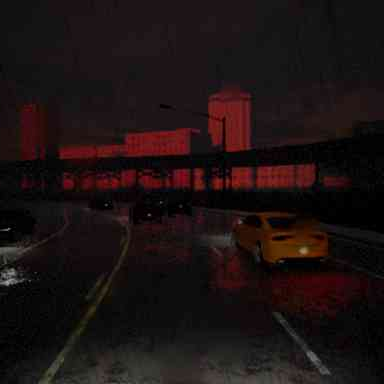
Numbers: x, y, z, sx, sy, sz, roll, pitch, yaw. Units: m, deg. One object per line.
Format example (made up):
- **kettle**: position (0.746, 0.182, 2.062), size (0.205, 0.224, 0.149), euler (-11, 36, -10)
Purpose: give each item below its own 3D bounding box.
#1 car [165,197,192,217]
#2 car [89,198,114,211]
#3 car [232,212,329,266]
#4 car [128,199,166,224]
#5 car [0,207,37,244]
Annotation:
- **car**: position (-1.688, 1.215, 29.568), size (2.097, 1.767, 4.553), euler (-1, 0, -21)
- **car**: position (-10.795, 1.458, 39.320), size (1.994, 1.385, 4.181), euler (-1, 1, -33)
- **car**: position (2.733, 1.417, 11.373), size (1.882, 1.535, 5.008), euler (0, 0, -6)
- **car**: position (-3.510, 1.389, 24.323), size (1.882, 1.535, 5.008), euler (0, 0, -16)
- **car**: position (-8.721, 1.485, 15.629), size (1.837, 1.490, 4.892), euler (0, 0, -11)
